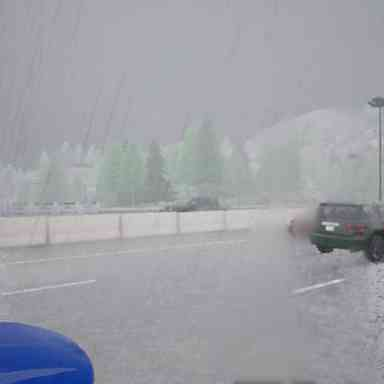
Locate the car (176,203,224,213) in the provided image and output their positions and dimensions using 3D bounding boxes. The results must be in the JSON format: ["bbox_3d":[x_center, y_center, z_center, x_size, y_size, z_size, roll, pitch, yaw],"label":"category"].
[{"bbox_3d":[1.090,1.754,26.186,4.181,1.385,1.994,1,-1,-35],"label":"car"}]

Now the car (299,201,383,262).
[{"bbox_3d":[6.929,1.375,12.995,5.566,2.045,2.150,1,0,-36],"label":"car"}]

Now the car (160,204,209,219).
[{"bbox_3d":[-0.721,1.878,33.460,4.718,1.301,1.895,1,0,-36],"label":"car"}]

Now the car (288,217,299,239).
[{"bbox_3d":[6.917,1.709,17.289,4.674,1.442,1.812,1,0,-36],"label":"car"}]

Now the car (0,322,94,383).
[{"bbox_3d":[-2.997,1.461,1.606,5.008,1.535,1.882,1,-1,-36],"label":"car"}]
